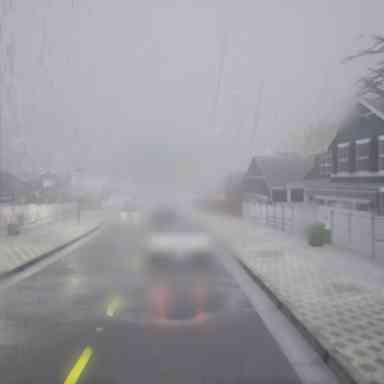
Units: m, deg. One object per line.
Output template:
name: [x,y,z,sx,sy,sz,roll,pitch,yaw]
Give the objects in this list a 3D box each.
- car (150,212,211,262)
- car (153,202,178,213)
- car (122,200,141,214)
car: [-0.495,1.631,12.248,1.895,1.301,4.718,0,0,-4]
car: [-2.225,1.619,27.875,2.128,1.511,4.902,0,0,-8]
car: [-7.318,1.774,39.980,1.837,1.490,4.892,0,-1,-11]
